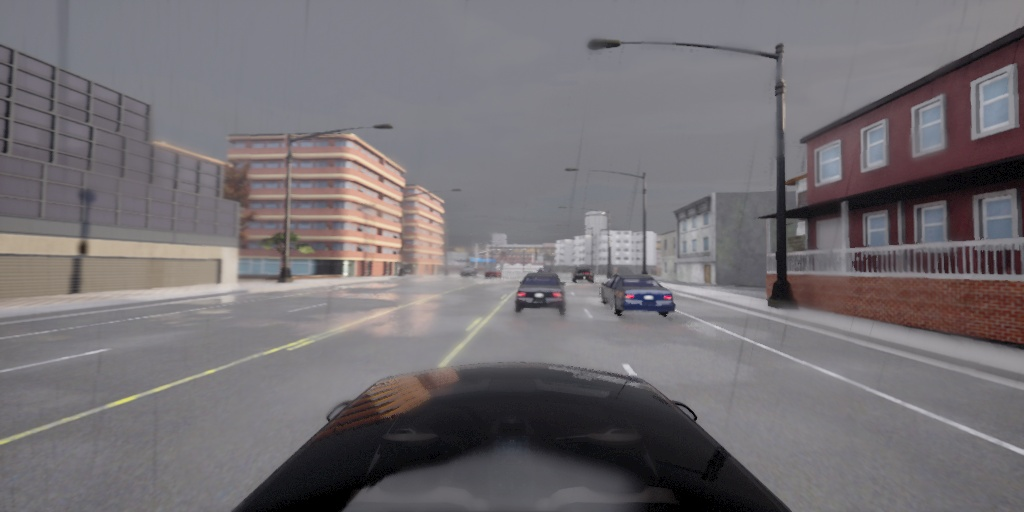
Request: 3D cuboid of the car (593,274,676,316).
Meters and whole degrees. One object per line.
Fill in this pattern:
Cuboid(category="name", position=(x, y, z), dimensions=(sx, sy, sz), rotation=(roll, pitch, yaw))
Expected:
Cuboid(category="car", position=(4.664, 1.400, 14.021), dimensions=(2.033, 1.411, 5.357), rotation=(1, 0, 6))

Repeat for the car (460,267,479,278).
Cuboid(category="car", position=(-5.962, 2.339, 50.562), dimensions=(1.837, 1.490, 4.892), rotation=(1, -3, 6))

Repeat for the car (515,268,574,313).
Cuboid(category="car", position=(1.182, 1.366, 14.368), dimensions=(2.033, 1.411, 5.357), rotation=(1, 0, 6))

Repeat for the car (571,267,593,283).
Cuboid(category="car", position=(6.686, 1.785, 34.356), dimensions=(1.837, 1.490, 4.892), rotation=(1, -2, 6))

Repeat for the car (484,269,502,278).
Cuboid(category="car", position=(-2.594, 2.412, 49.109), dimensions=(1.895, 1.301, 4.718), rotation=(1, -3, 6))
